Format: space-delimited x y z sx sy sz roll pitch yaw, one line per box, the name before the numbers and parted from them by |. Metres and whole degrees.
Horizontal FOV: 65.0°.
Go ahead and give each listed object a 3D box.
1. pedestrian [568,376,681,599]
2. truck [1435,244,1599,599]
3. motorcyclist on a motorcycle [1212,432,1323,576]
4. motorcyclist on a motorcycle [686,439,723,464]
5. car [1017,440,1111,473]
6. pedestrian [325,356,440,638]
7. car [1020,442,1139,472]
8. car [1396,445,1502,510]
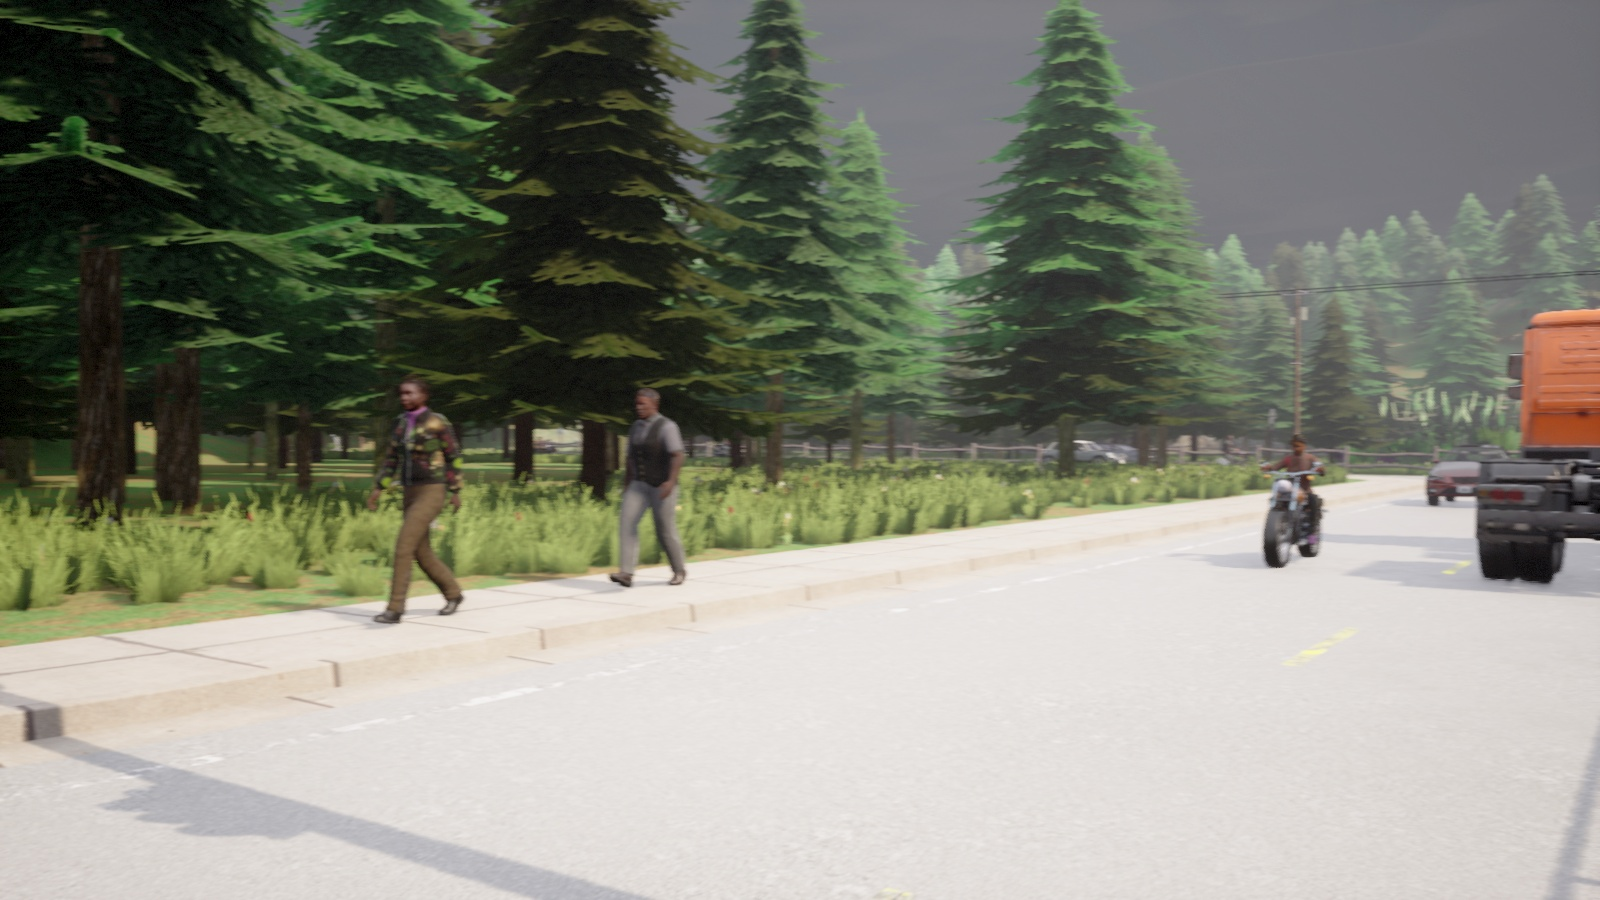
pedestrian | -1.544 0.309 11.103 0.563 1.883 0.849 1 1 32
truck | 10.023 -0.291 15.547 2.891 3.462 7.936 1 1 34
motorcyclist on a motorcycle | 5.847 0.614 15.614 0.766 1.649 2.350 1 1 34
motorcyclist on a motorcycle | -5.765 0.084 75.720 2.191 1.530 0.866 1 1 35
car | 12.340 0.268 58.759 3.806 1.475 1.970 1 1 36
pedestrian | -2.984 0.318 9.001 0.395 1.930 0.692 1 1 28
car | 13.759 0.331 62.058 5.357 1.411 2.033 1 1 36
car | 15.889 0.614 30.636 1.816 1.474 4.193 1 1 34
